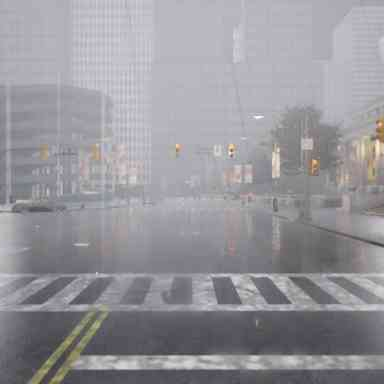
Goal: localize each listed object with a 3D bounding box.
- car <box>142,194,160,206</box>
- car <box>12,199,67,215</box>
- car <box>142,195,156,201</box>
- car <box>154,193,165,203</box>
[{"bbox_3d":[-6.991,1.474,54.651,2.128,1.511,4.902,0,0,0],"label":"car"},{"bbox_3d":[-15.085,1.481,33.117,4.902,1.511,2.128,0,0,-26],"label":"car"},{"bbox_3d":[-10.864,1.480,84.064,2.128,1.511,4.902,0,0,-25],"label":"car"},{"bbox_3d":[-6.931,1.203,68.965,2.150,2.045,5.566,0,0,1],"label":"car"}]
